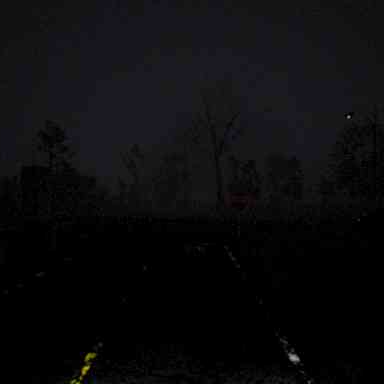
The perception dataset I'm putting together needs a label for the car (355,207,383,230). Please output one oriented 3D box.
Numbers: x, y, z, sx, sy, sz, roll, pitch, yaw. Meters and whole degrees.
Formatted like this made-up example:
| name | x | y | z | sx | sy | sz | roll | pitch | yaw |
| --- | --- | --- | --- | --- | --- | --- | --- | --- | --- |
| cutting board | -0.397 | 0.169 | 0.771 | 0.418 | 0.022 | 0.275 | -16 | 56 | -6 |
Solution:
| name | x | y | z | sx | sy | sz | roll | pitch | yaw |
| --- | --- | --- | --- | --- | --- | --- | --- | --- | --- |
| car | 13.917 | 1.764 | 22.955 | 4.902 | 1.511 | 2.128 | 1 | 1 | 0 |
